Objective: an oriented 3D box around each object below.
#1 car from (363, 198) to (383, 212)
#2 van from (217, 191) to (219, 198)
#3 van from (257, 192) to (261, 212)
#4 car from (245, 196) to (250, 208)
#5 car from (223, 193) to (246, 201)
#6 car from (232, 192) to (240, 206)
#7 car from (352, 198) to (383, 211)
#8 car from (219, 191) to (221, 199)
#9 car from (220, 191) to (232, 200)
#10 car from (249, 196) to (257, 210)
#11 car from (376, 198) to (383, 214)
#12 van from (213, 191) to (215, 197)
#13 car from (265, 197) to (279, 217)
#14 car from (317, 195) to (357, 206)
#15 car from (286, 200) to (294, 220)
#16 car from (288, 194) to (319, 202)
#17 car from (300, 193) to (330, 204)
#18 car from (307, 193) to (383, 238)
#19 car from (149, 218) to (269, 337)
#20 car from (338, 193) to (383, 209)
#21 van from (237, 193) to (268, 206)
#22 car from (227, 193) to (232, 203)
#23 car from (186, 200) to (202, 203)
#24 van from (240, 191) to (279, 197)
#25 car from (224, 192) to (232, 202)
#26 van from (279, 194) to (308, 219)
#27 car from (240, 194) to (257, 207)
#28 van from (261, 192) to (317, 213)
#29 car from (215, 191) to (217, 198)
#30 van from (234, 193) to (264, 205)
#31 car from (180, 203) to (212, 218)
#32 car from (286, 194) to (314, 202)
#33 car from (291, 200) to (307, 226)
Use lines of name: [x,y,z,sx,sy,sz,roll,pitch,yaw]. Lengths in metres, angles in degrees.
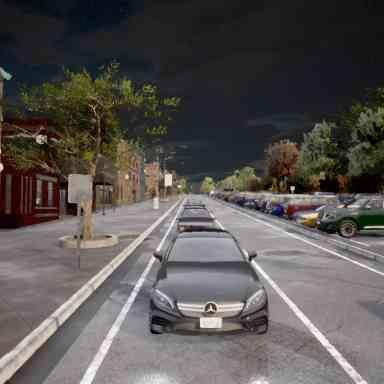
car: [22.186,1.469,37.465,4.792,1.488,2.163,0,0,0]
van: [8.726,0.864,78.750,4.442,1.987,1.878,0,1,0]
van: [9.277,1.222,33.896,4.442,1.987,1.878,0,0,0]
car: [9.118,1.466,39.507,4.674,1.452,2.002,0,0,0]
car: [8.871,1.039,70.343,4.553,1.767,2.185,0,1,0]
car: [9.033,1.113,47.916,5.566,2.045,2.435,0,1,0]
car: [22.224,1.452,40.249,4.792,1.488,2.163,0,0,0]
car: [8.893,0.938,67.538,5.566,2.045,2.435,0,1,0]
car: [8.913,0.963,64.735,5.566,2.045,2.435,0,1,0]
car: [9.170,1.470,36.699,4.792,1.488,2.163,0,0,0]
car: [22.419,1.444,34.695,5.366,1.575,1.946,0,0,0]
van: [8.646,0.764,89.963,4.442,1.987,1.878,0,1,0]
car: [9.195,1.460,28.287,5.008,1.535,2.097,0,0,0]
car: [22.303,1.333,51.352,5.366,1.575,1.946,0,1,0]
car: [9.243,1.506,22.681,4.674,1.452,2.002,0,0,0]
car: [21.833,1.209,65.227,5.366,1.575,1.946,0,0,0]
car: [22.089,1.136,59.678,4.553,1.767,2.185,0,1,0]
car: [9.252,1.221,17.074,5.566,2.045,2.435,0,0,0]
car: [0.253,1.524,6.868,1.812,1.442,4.674,0,0,0]
car: [22.147,1.153,43.021,5.566,2.045,2.435,0,0,0]
van: [9.158,1.114,50.721,4.442,1.987,1.878,0,1,0]
car: [8.995,1.291,56.329,4.892,1.521,2.231,0,1,0]
car: [0.220,1.442,29.905,2.128,1.511,4.902,0,0,0]
van: [9.198,1.163,45.117,4.442,1.987,1.878,0,0,0]
car: [8.959,1.280,61.935,4.674,1.452,2.002,0,1,0]
van: [9.337,1.237,25.485,4.442,1.987,1.878,0,0,0]
car: [9.107,1.409,42.310,4.892,1.521,2.231,0,0,0]
van: [9.064,1.230,31.093,4.442,1.987,1.878,0,0,0]
car: [8.817,1.065,81.556,5.008,1.535,2.097,0,1,0]
van: [9.138,1.089,53.524,4.442,1.987,1.878,0,1,0]
car: [0.193,1.532,17.447,2.033,1.411,5.357,0,0,0]
car: [22.004,1.188,68.005,4.892,1.521,2.231,0,1,0]
car: [9.075,1.466,19.876,5.366,1.575,1.946,0,0,0]
